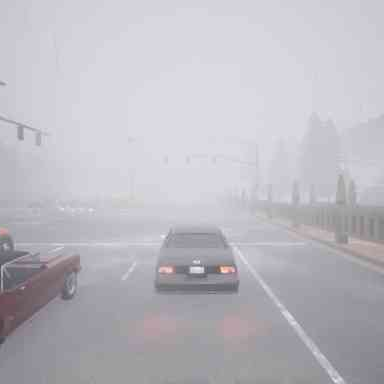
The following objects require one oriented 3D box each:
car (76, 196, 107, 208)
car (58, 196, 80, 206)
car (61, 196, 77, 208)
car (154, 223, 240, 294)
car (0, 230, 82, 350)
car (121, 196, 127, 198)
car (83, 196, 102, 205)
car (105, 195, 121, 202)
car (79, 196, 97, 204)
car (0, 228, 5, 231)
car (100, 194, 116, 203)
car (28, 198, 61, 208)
[{"bbox_3d":[-14.157,1.547,47.238,2.033,1.411,5.357,0,0,0],"label":"car"},{"bbox_3d":[-21.143,1.478,57.218,1.882,1.535,5.008,0,0,0],"label":"car"},{"bbox_3d":[-17.641,1.526,49.360,1.812,1.442,4.674,0,0,0],"label":"car"},{"bbox_3d":[0.089,1.547,8.910,2.033,1.411,5.357,0,0,0],"label":"car"},{"bbox_3d":[-3.406,1.601,5.453,1.895,1.301,4.718,0,0,0],"label":"car"},{"bbox_3d":[-14.086,1.491,67.754,2.128,1.511,4.902,0,0,0],"label":"car"},{"bbox_3d":[-17.638,1.478,59.395,1.882,1.535,5.008,0,0,0],"label":"car"},{"bbox_3d":[-14.147,1.601,57.310,1.895,1.301,4.718,0,0,0],"label":"car"},{"bbox_3d":[-21.085,1.525,67.558,2.128,1.511,4.902,0,0,0],"label":"car"},{"bbox_3d":[-6.911,1.352,9.116,2.097,1.767,4.553,0,0,0],"label":"car"},{"bbox_3d":[-17.587,1.355,69.694,2.097,1.767,4.553,0,0,0],"label":"car"},{"bbox_3d":[-21.157,1.547,47.347,2.033,1.411,5.357,0,0,0],"label":"car"}]
